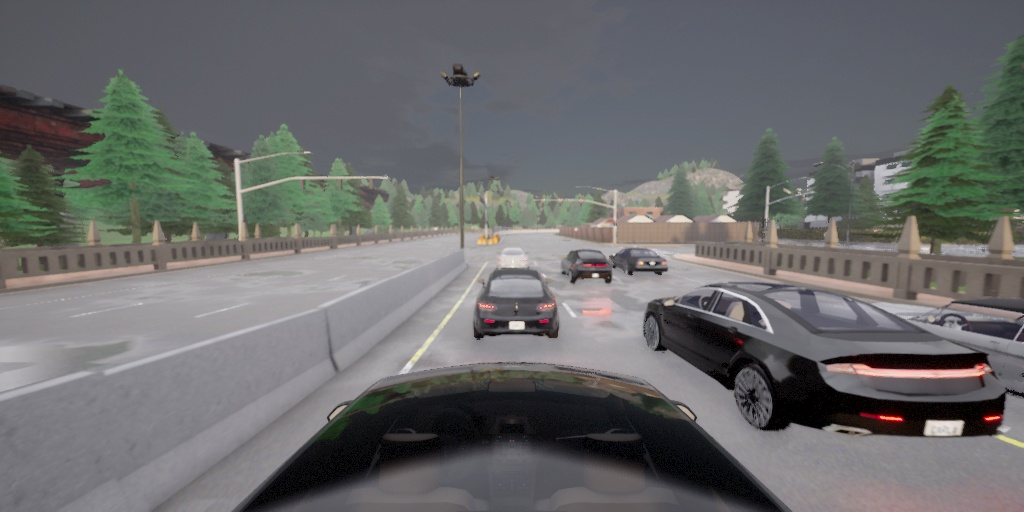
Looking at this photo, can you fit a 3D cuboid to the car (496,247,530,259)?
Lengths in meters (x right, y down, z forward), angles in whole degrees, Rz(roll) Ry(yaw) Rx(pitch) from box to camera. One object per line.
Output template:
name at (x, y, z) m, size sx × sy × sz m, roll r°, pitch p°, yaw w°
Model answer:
car at (0.044, 0.180, 20.648) m, size 1.812 × 1.442 × 4.674 m, roll 0°, pitch 5°, yaw 0°

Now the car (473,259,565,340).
car at (0.084, 1.014, 9.026) m, size 1.812 × 1.442 × 4.674 m, roll 0°, pitch 3°, yaw 0°

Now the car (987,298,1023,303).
car at (7.095, 1.256, 5.128) m, size 1.895 × 1.301 × 4.718 m, roll 0°, pitch 2°, yaw 0°

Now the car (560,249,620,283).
car at (3.556, 0.397, 17.707) m, size 1.837 × 1.490 × 4.892 m, roll 0°, pitch 5°, yaw 0°

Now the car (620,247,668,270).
car at (7.046, 0.216, 20.517) m, size 2.033 × 1.411 × 5.357 m, roll 0°, pitch 5°, yaw 0°

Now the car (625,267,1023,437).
car at (3.593, 1.137, 5.402) m, size 2.128 × 1.511 × 4.902 m, roll 0°, pitch 2°, yaw 0°
